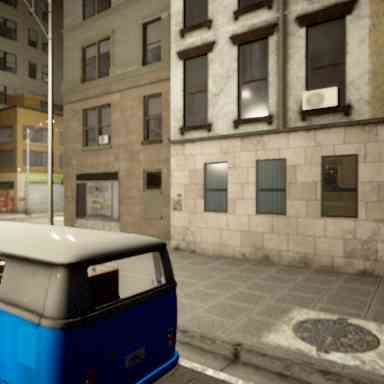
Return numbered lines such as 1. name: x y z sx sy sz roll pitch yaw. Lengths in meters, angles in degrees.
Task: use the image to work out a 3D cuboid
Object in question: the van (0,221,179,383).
1. van: -2.064 1.337 4.222 3.998 1.788 1.690 0 0 34
